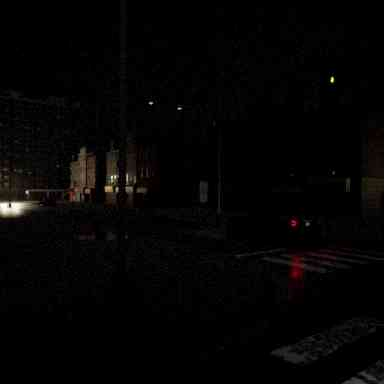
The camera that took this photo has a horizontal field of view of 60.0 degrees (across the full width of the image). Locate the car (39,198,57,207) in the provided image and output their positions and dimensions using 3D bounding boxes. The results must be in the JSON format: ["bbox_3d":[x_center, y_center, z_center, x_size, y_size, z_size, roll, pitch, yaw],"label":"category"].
[{"bbox_3d":[-23.401,1.681,53.908,2.033,1.411,5.357,1,0,-36],"label":"car"}]

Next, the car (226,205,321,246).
[{"bbox_3d":[3.653,1.385,15.786,2.097,1.767,4.553,1,0,-35],"label":"car"}]
